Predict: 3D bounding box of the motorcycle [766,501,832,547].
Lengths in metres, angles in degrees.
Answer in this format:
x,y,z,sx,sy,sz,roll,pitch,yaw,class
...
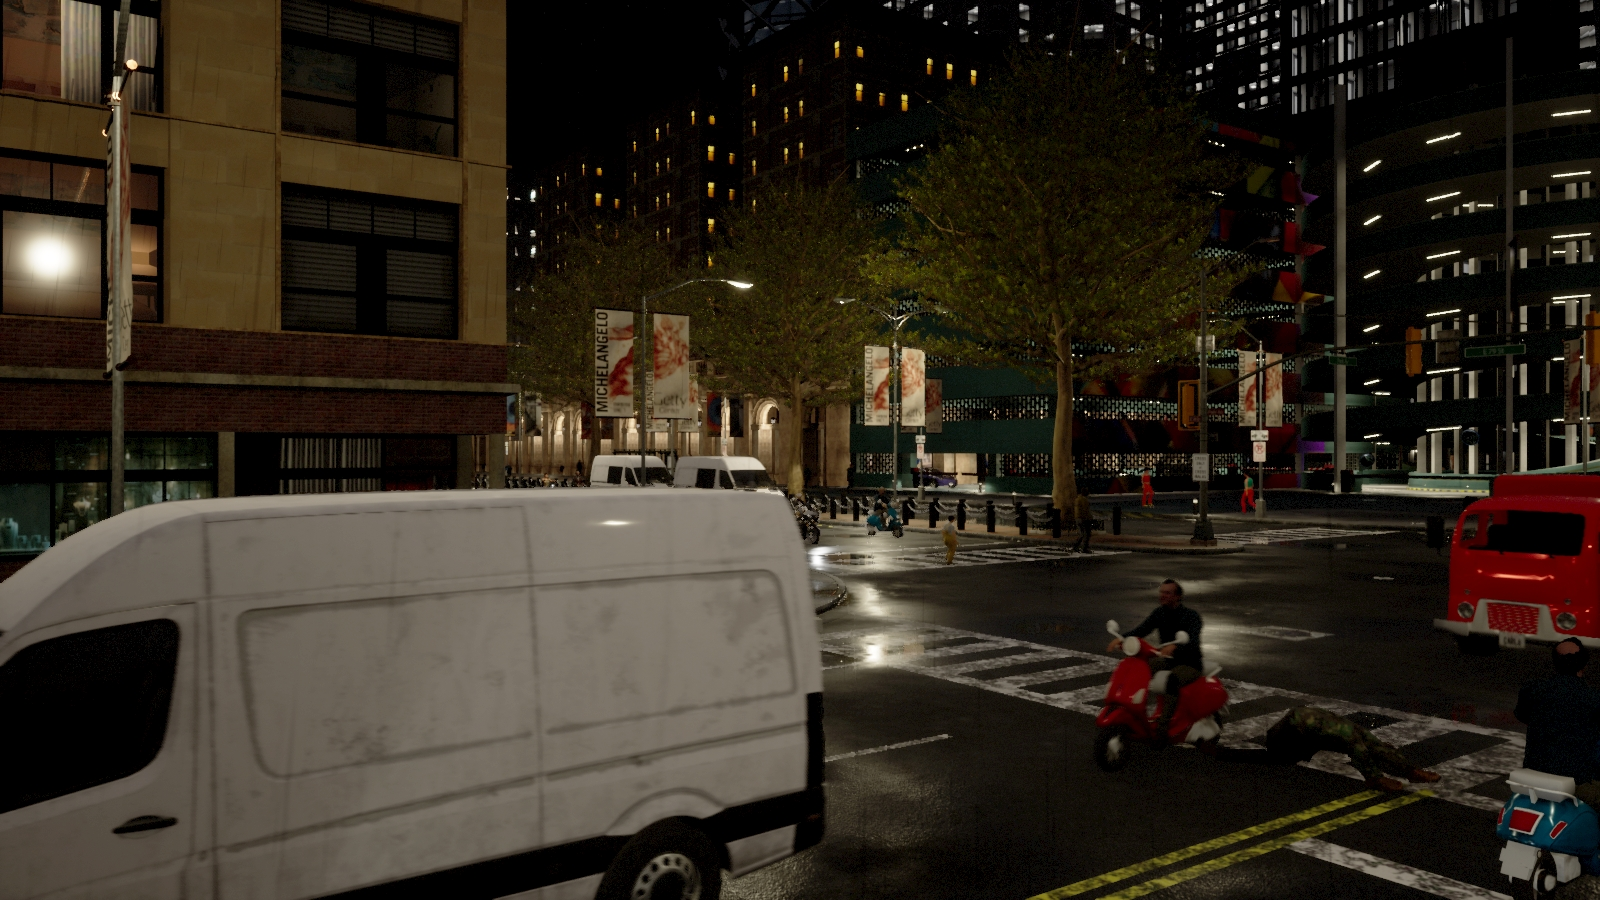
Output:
x,y,z,sx,sy,sz,roll,pitch,yaw,class
-0.049,2.205,34.493,0.867,1.251,2.209,0,0,-35,motorcycle

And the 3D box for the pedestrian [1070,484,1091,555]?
x,y,z,sx,sy,sz,roll,pitch,yaw,class
7.500,1.849,30.540,0.375,1.860,0.375,0,0,-24,pedestrian

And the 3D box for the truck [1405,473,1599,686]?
x,y,z,sx,sy,sz,roll,pitch,yaw,class
10.998,1.577,15.724,5.204,2.467,2.627,1,0,-35,truck

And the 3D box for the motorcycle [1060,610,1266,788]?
x,y,z,sx,sy,sz,roll,pitch,yaw,class
3.299,2.182,10.338,1.805,1.236,0.856,0,0,-35,motorcycle

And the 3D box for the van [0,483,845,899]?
x,y,z,sx,sy,sz,roll,pitch,yaw,class
-2.719,1.534,6.162,5.915,2.561,1.988,0,0,-35,van

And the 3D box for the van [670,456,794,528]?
x,y,z,sx,sy,sz,roll,pitch,yaw,class
-2.726,1.535,44.368,1.988,2.561,5.915,0,0,-35,van

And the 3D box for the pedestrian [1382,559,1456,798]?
x,y,z,sx,sy,sz,roll,pitch,yaw,class
5.062,1.848,9.351,0.375,1.860,0.375,0,0,-17,pedestrian

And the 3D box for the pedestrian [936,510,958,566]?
x,y,z,sx,sy,sz,roll,pitch,yaw,class
3.561,2.129,27.693,0.375,1.300,0.375,0,0,-33,pedestrian
